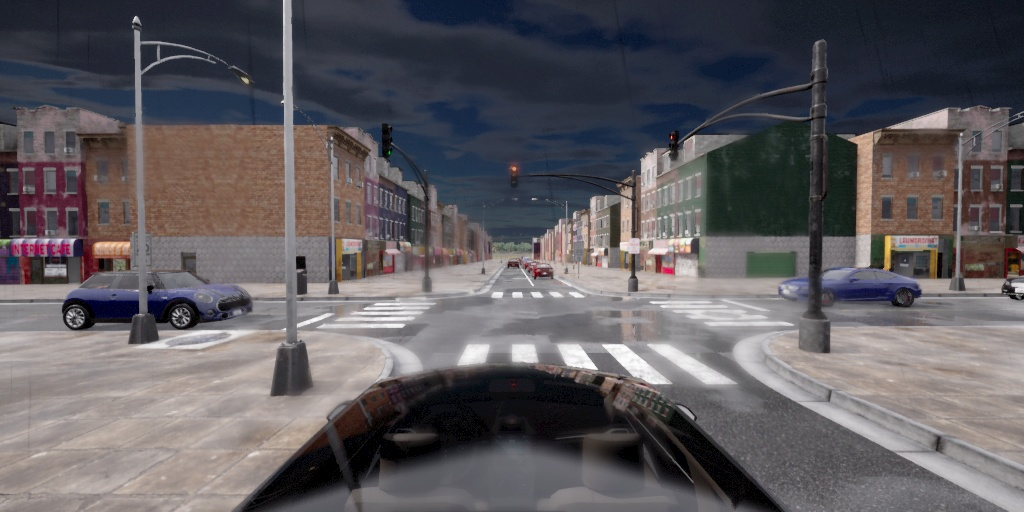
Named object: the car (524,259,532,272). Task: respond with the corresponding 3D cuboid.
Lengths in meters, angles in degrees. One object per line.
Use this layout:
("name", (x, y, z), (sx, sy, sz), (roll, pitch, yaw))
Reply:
("car", (2.719, 1.329, 42.720), (1.802, 1.307, 4.207), (0, 0, 0))

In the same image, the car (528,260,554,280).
("car", (2.697, 1.292, 31.655), (1.888, 1.381, 4.507), (0, 0, 0))

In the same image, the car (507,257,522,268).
("car", (0.216, 1.226, 59.284), (1.882, 1.535, 5.008), (0, 0, 0))

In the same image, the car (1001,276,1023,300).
("car", (22.460, 1.087, 14.060), (4.902, 1.511, 2.128), (0, 1, 0))

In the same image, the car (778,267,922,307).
("car", (13.185, 1.161, 14.110), (4.674, 1.442, 1.812), (0, 1, 1))

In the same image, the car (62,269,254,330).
("car", (-10.791, 1.202, 11.184), (4.553, 1.767, 2.097), (0, 1, 0))

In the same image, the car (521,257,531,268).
("car", (2.742, 1.293, 53.785), (1.888, 1.381, 4.507), (0, 0, 0))
